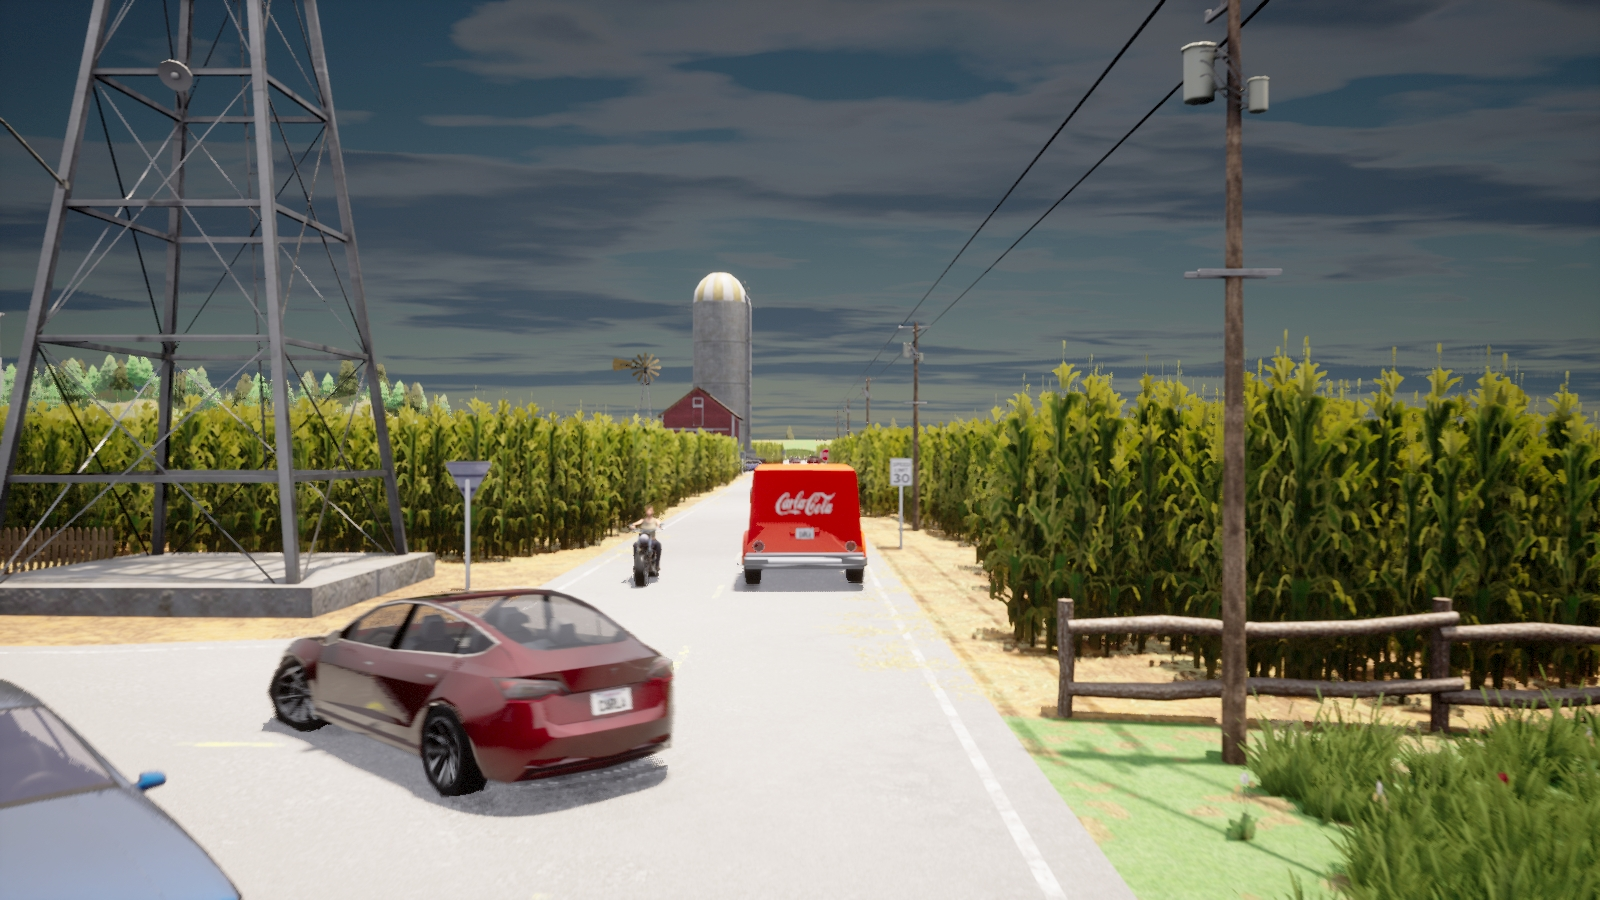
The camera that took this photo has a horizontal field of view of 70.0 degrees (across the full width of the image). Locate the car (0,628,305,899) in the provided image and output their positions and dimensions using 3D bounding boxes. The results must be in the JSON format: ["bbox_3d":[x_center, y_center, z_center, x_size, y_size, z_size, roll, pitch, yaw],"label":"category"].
[{"bbox_3d":[-5.024,2.078,6.405,5.357,1.411,2.033,0,1,41],"label":"car"}]

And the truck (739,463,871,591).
[{"bbox_3d":[0.069,1.546,25.199,2.627,2.467,5.204,0,0,-1],"label":"truck"}]

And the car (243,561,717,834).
[{"bbox_3d":[-3.183,2.029,10.703,4.792,1.488,2.163,1,0,45],"label":"car"}]
